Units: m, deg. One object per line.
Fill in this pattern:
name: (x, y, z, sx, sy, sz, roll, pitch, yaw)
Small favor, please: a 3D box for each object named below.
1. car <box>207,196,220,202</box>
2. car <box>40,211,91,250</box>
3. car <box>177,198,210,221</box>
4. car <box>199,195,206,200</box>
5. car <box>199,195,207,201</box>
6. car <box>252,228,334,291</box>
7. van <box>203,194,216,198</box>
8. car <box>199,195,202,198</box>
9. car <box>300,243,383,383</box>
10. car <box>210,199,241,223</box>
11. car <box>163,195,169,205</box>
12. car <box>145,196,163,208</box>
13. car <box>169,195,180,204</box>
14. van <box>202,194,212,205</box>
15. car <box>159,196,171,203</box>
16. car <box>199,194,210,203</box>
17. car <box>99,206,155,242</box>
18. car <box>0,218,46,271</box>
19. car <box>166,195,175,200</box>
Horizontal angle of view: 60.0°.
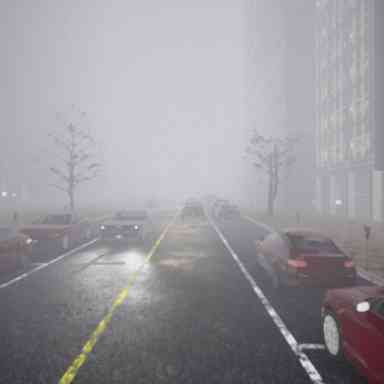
car: (2.690, 1.423, 31.233, 1.967, 1.590, 4.097, 1, 0, 0)
car: (-5.686, 1.537, 14.269, 1.887, 1.381, 4.507, 1, 0, 0)
car: (0.094, 1.477, 27.269, 2.128, 1.511, 4.902, 0, 0, 0)
car: (2.673, 1.458, 87.817, 1.752, 1.417, 4.829, 1, 0, 0)
car: (2.674, 1.521, 82.006, 1.802, 1.307, 4.206, 1, 0, 0)
car: (2.695, 1.578, 8.667, 1.802, 1.307, 4.206, 0, 0, 0)
van: (2.687, 1.316, 42.515, 1.690, 1.788, 3.998, 1, 0, 0)
car: (0.083, 1.498, 45.946, 1.812, 1.442, 4.674, 0, 0, 0)
car: (2.697, 1.544, 3.025, 1.887, 1.381, 4.507, 0, 0, 0)
car: (2.690, 1.531, 25.591, 1.887, 1.381, 4.507, 1, 0, 0)
car: (-5.700, 1.510, 59.412, 2.008, 1.369, 4.403, 1, 0, 0)
car: (-5.695, 1.410, 48.126, 1.967, 1.590, 4.097, 1, 0, 0)
car: (-3.019, 1.487, 63.067, 1.812, 1.442, 4.674, 0, 0, 0)
van: (2.683, 1.301, 59.440, 1.690, 1.788, 3.998, 1, 0, 0)
car: (-5.703, 1.500, 70.697, 2.008, 1.369, 4.403, 1, 0, 0)
car: (2.680, 1.265, 70.723, 2.192, 1.841, 5.009, 1, 0, 0)
car: (-3.105, 1.592, 16.392, 1.895, 1.301, 4.718, 0, 0, 0)
car: (-5.685, 1.578, 8.626, 1.802, 1.307, 4.206, 1, 0, 0)
car: (-5.708, 1.483, 87.626, 2.008, 1.369, 4.403, 1, 0, 0)
